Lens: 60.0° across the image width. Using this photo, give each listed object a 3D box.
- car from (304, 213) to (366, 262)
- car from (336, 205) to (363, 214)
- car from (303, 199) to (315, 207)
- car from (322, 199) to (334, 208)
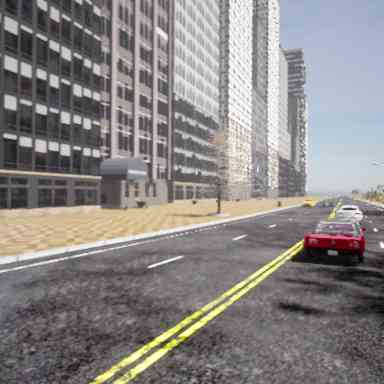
[{"bbox_3d":[5.684,1.734,12.907,1.895,1.301,4.718,0,0,28],"label":"car"},{"bbox_3d":[12.750,1.808,26.924,1.812,1.442,4.674,0,0,26],"label":"car"},{"bbox_3d":[21.903,2.059,62.260,1.882,1.535,5.008,0,0,25],"label":"car"},{"bbox_3d":[24.906,2.096,61.024,2.128,1.511,4.902,0,0,25],"label":"car"}]
